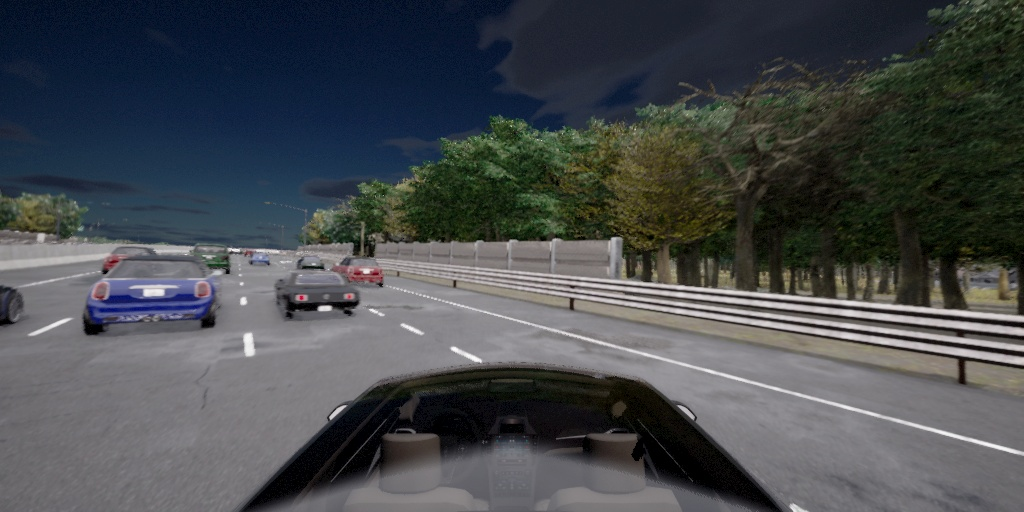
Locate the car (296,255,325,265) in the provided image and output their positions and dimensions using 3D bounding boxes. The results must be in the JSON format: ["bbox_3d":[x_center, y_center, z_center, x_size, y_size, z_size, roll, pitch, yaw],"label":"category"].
[{"bbox_3d":[-19.380,0.639,34.472,1.994,1.385,4.181,3,0,-37],"label":"car"}]

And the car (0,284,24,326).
[{"bbox_3d":[-11.145,0.850,6.458,1.994,1.385,4.181,3,-1,-37],"label":"car"}]

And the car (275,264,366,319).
[{"bbox_3d":[-6.566,1.136,11.817,1.895,1.301,4.718,3,-1,-37],"label":"car"}]

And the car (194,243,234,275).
[{"bbox_3d":[-20.734,0.185,24.758,2.150,2.045,5.566,3,0,-37],"label":"car"}]

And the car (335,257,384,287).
[{"bbox_3d":[-9.203,0.832,21.192,2.097,1.767,4.553,3,-1,-37],"label":"car"}]

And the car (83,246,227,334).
[{"bbox_3d":[-8.975,0.759,9.390,2.097,1.767,4.553,3,-1,-37],"label":"car"}]

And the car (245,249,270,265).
[{"bbox_3d":[-28.399,0.207,40.339,2.033,1.411,5.357,3,0,-37],"label":"car"}]
